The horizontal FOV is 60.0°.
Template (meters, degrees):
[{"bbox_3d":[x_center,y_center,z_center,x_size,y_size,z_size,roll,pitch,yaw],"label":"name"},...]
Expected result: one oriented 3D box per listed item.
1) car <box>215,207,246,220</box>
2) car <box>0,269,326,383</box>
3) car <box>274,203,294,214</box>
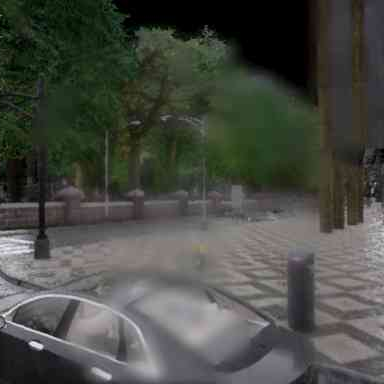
[{"bbox_3d":[4.293,2.313,36.610,1.994,1.385,4.181,0,-1,35],"label":"car"},{"bbox_3d":[-0.914,1.559,3.614,4.403,1.369,2.008,0,0,35],"label":"car"},{"bbox_3d":[13.915,2.406,50.126,1.837,1.490,4.892,0,-1,35],"label":"car"}]
